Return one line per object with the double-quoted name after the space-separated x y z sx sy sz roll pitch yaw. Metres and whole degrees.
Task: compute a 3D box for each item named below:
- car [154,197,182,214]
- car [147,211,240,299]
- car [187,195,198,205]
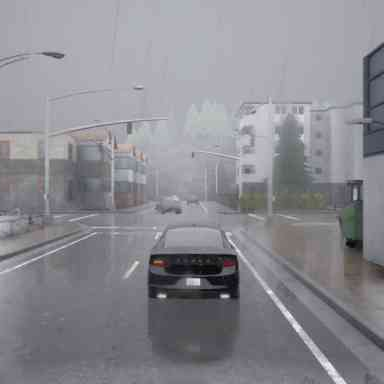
-2.484 1.497 33.102 2.033 1.411 5.357 1 -2 -17 "car"
0.050 1.478 8.498 1.882 1.535 5.008 0 0 1 "car"
0.104 1.352 60.303 2.097 1.767 4.553 0 0 0 "car"
